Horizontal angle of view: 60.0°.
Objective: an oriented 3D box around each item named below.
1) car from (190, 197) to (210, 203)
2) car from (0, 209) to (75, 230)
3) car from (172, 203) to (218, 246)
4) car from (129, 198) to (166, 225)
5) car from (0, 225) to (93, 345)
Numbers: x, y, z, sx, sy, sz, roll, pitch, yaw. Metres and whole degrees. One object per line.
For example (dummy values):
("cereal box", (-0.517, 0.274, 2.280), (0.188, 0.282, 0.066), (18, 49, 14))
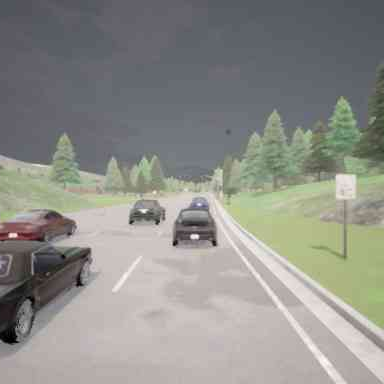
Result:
("car", (0.831, 1.303, 34.880), (2.097, 1.767, 4.553), (0, 0, 3))
("car", (-6.861, 1.506, 15.106), (1.812, 1.442, 4.674), (0, 0, 1))
("car", (0.137, 1.483, 15.262), (1.837, 1.490, 4.892), (0, 0, 1))
("car", (-3.133, 1.319, 24.190), (2.097, 1.767, 4.553), (0, 0, 2))
("car", (-3.406, 1.592, 6.315), (1.895, 1.301, 4.718), (0, 0, 0))
